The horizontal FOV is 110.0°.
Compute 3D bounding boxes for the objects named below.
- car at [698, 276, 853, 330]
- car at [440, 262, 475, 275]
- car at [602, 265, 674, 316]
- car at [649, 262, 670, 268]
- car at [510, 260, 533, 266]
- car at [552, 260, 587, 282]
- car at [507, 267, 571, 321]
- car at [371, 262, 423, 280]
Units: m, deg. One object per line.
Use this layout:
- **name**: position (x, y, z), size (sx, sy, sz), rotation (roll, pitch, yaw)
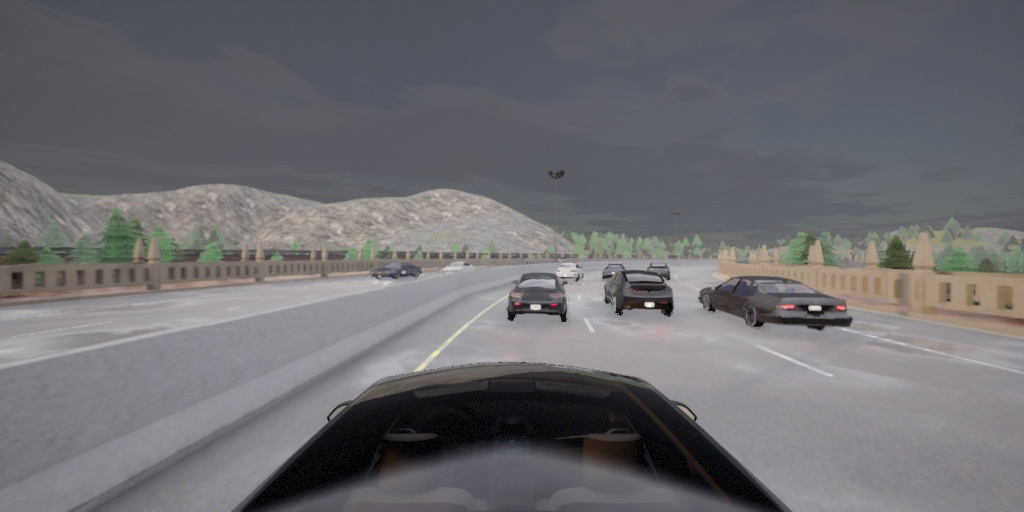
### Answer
- **car**: position (7.784, 1.332, 11.329), size (2.033, 1.411, 5.357), rotation (0, 0, 7)
- **car**: position (-5.031, 1.251, 33.958), size (1.812, 1.442, 4.674), rotation (0, 0, 19)
- **car**: position (4.639, 1.275, 13.646), size (1.837, 1.490, 4.892), rotation (0, 0, 8)
- **car**: position (13.088, 1.298, 32.139), size (2.128, 1.511, 4.902), rotation (0, 0, 21)
- **car**: position (1.083, 1.244, 40.221), size (2.128, 1.511, 4.902), rotation (0, 0, 24)
- **car**: position (4.801, 1.295, 29.710), size (1.812, 1.442, 4.674), rotation (0, 0, 18)
- **car**: position (0.954, 1.275, 12.443), size (1.812, 1.442, 4.674), rotation (0, 0, 7)
- **car**: position (-9.733, 1.252, 30.840), size (2.033, 1.411, 5.357), rotation (0, 0, 16)
